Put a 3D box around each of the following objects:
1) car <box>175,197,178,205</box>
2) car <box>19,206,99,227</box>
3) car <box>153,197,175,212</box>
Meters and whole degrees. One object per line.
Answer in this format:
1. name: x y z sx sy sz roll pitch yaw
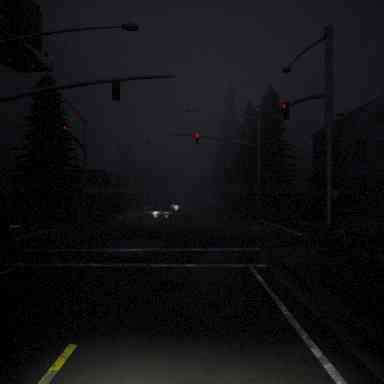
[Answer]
1. car: -3.423 1.608 59.433 1.895 1.301 4.718 0 0 0
2. car: -8.414 1.524 21.431 4.718 1.301 1.895 3 0 -15
3. car: -3.546 1.547 39.973 2.033 1.411 5.357 0 0 0
